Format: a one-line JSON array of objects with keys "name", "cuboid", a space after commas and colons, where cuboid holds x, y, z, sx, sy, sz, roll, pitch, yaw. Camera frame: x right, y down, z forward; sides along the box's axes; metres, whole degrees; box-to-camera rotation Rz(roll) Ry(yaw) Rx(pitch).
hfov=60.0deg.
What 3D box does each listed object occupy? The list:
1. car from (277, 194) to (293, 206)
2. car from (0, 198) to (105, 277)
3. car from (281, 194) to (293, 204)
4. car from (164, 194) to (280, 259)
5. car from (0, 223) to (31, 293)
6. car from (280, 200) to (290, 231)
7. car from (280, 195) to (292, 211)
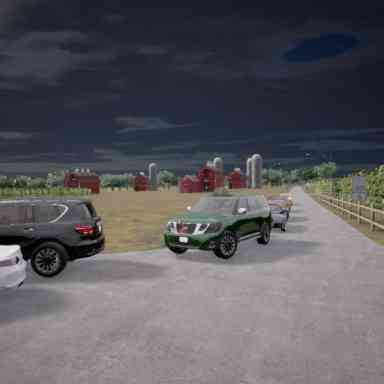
[{"name": "car", "cuboid": [12.980, 1.017, 46.173, 1.882, 1.535, 5.008, 0, 0, 18]}, {"name": "car", "cuboid": [-5.385, 1.231, 9.616, 5.566, 2.045, 2.150, -1, 1, -4]}, {"name": "car", "cuboid": [8.661, 1.190, 32.508, 1.837, 1.490, 4.892, 0, 0, 18]}, {"name": "car", "cuboid": [1.271, 1.112, 12.702, 2.150, 2.045, 5.566, 0, 0, 34]}, {"name": "car", "cuboid": [-5.788, 1.614, 6.363, 4.674, 1.442, 1.812, -2, 1, -28]}, {"name": "car", "cuboid": [4.376, 1.386, 19.032, 1.994, 1.385, 4.181, 0, 0, 17]}, {"name": "car", "cuboid": [6.215, 1.242, 24.770, 1.882, 1.535, 5.008, 0, 0, 17]}]
